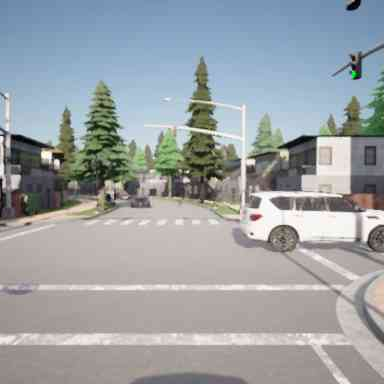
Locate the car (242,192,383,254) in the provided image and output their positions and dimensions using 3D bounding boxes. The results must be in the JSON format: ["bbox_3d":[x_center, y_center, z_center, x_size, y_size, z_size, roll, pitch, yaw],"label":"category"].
[{"bbox_3d":[4.613,1.010,12.075,5.566,2.045,2.150,0,1,2],"label":"car"}]

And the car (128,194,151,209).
[{"bbox_3d":[-5.361,0.959,34.575,1.994,1.385,4.181,0,1,-10],"label":"car"}]

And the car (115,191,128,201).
[{"bbox_3d":[-10.926,0.634,52.042,1.812,1.442,4.674,0,1,-27],"label":"car"}]
